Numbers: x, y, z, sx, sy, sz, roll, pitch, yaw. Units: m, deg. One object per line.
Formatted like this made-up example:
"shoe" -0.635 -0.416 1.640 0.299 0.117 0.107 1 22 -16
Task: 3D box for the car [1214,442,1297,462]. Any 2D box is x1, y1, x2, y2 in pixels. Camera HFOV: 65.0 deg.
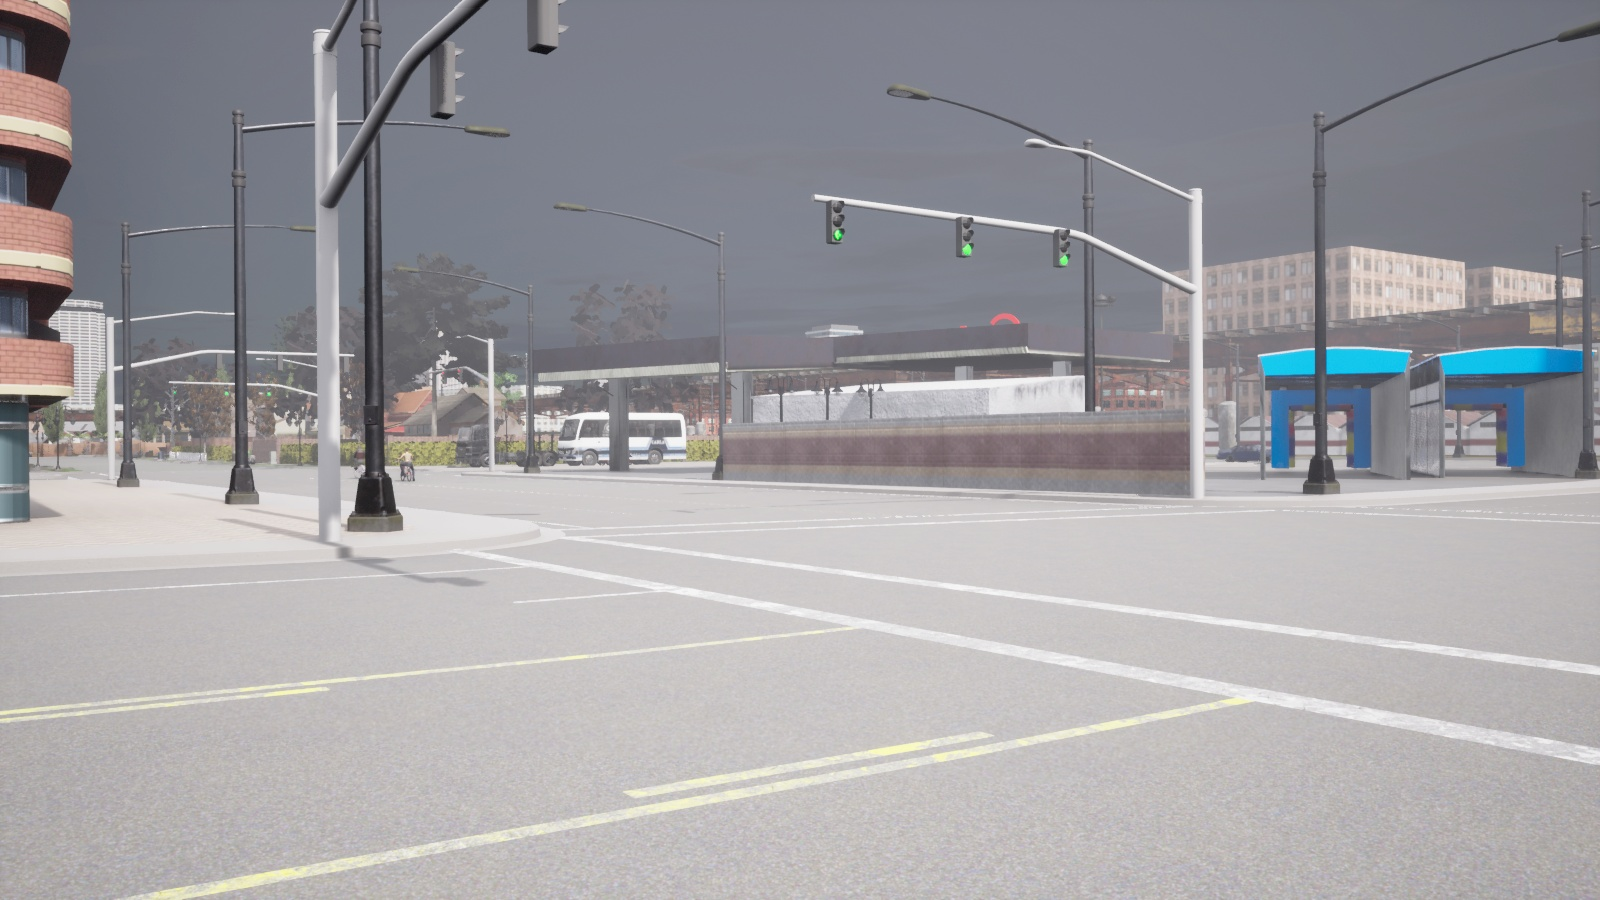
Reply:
"car" 32.448 0.135 89.581 2.033 1.411 5.357 -1 0 -35

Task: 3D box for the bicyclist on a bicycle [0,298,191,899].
"bicyclist on a bicycle" -2.100 0.623 2.117 1.843 1.776 0.659 0 0 -36
